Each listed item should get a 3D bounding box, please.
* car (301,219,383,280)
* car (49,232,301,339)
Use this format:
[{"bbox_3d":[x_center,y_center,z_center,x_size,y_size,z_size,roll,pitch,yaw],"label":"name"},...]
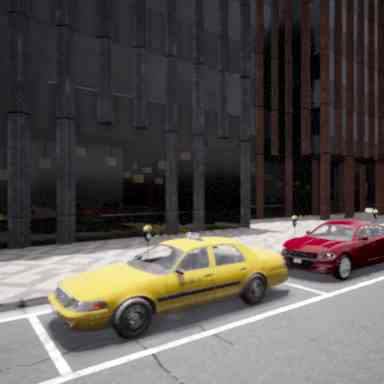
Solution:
[{"bbox_3d":[4.568,1.530,9.911,4.507,1.381,1.887,0,0,-36],"label":"car"},{"bbox_3d":[-0.158,1.519,6.538,4.829,1.417,1.752,0,0,-36],"label":"car"}]
